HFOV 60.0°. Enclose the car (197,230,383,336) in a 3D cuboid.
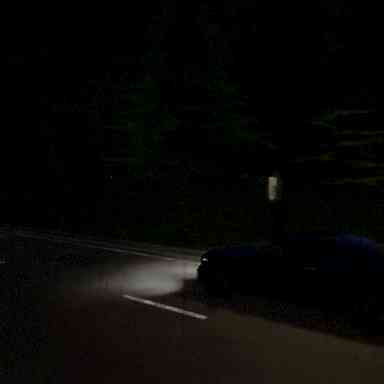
[{"bbox_3d":[2.304,1.508,6.649,4.674,1.442,1.812,1,0,36],"label":"car"}]
